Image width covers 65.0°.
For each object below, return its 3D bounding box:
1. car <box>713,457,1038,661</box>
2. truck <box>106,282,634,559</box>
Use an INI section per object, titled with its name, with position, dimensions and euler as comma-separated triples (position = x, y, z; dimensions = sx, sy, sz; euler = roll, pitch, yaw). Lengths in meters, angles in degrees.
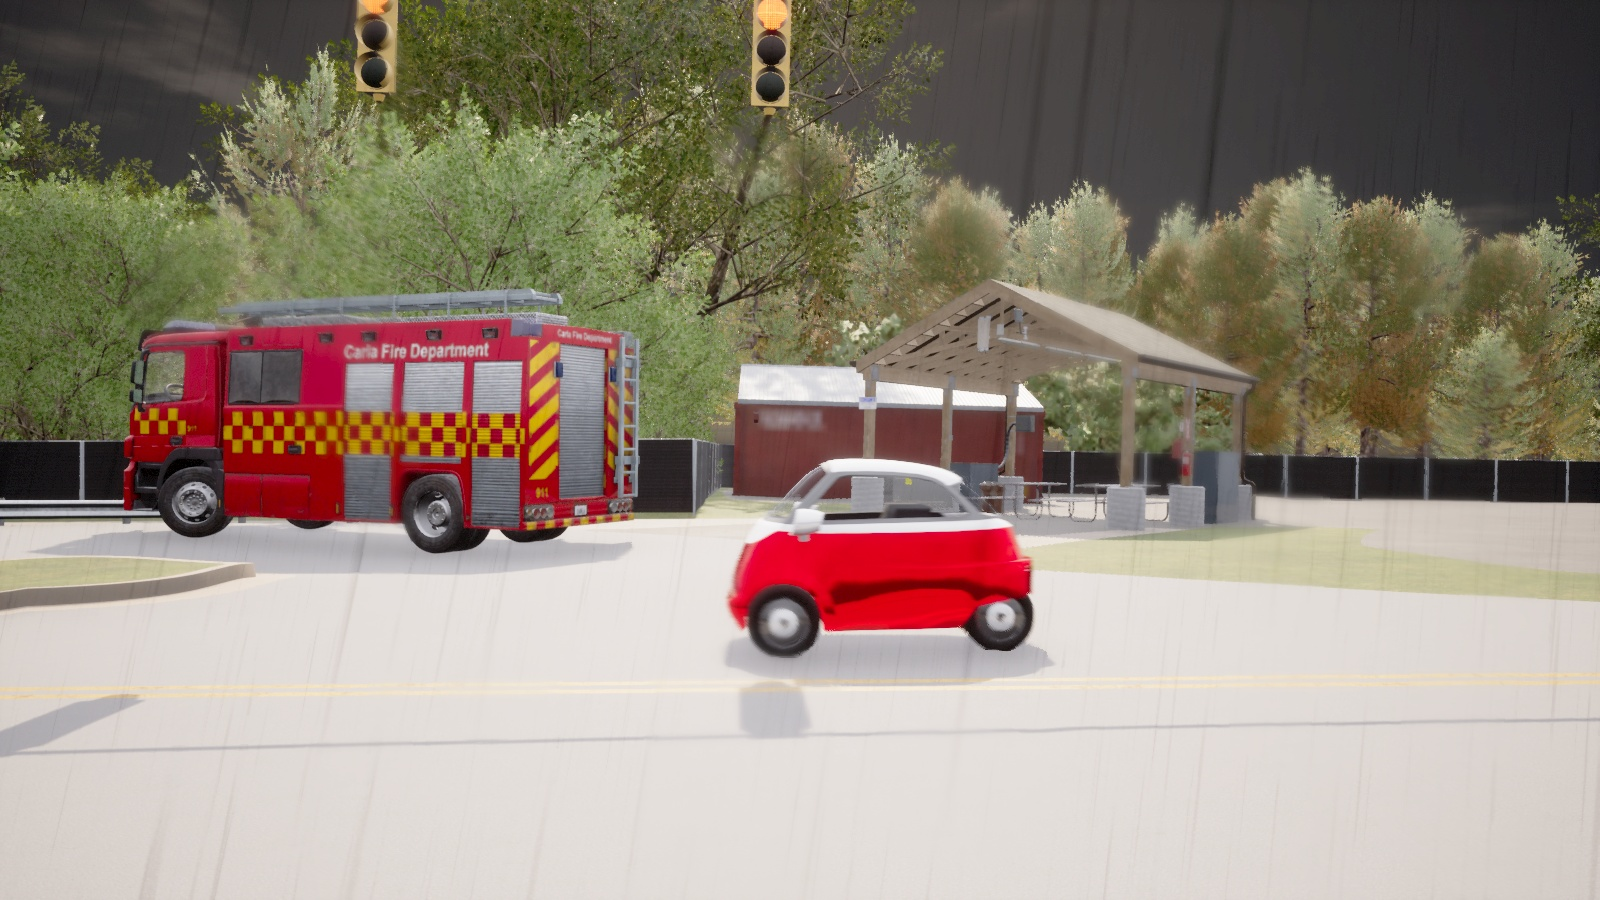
[car]
position = 0.504, 0.745, 9.278
dimensions = 2.207, 1.376, 1.481
euler = 0, 0, -1
[truck]
position = -7.108, -0.474, 20.463
dimensions = 8.468, 3.827, 2.891
euler = 1, 1, 25
